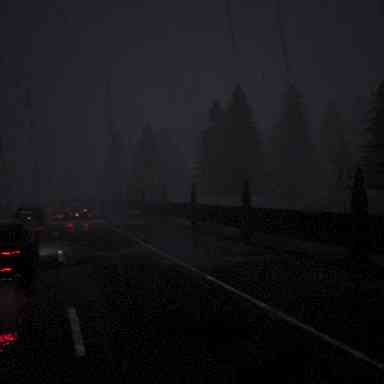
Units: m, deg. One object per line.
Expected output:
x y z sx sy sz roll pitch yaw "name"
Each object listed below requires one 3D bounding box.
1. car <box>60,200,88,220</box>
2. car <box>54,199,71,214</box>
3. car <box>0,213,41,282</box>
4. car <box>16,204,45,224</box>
-10.710 1.724 30.378 1.812 1.442 4.674 0 0 -24 "car"
-15.286 1.624 39.810 2.097 1.767 4.553 0 0 -27 "car"
-5.478 1.586 9.544 1.837 1.490 4.892 0 0 -23 "car"
-12.681 1.695 26.168 2.128 1.511 4.902 0 0 -23 "car"
